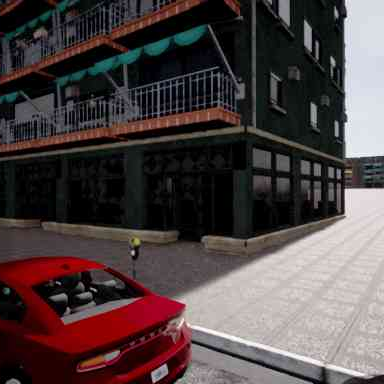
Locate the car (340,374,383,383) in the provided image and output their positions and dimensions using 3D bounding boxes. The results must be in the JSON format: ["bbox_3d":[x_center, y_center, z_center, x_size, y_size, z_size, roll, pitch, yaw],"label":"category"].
[{"bbox_3d":[2.470,1.566,1.108,4.313,1.339,1.947,0,0,36],"label":"car"}]

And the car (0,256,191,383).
[{"bbox_3d":[-2.111,1.545,4.392,4.507,1.381,1.887,0,0,36],"label":"car"}]
